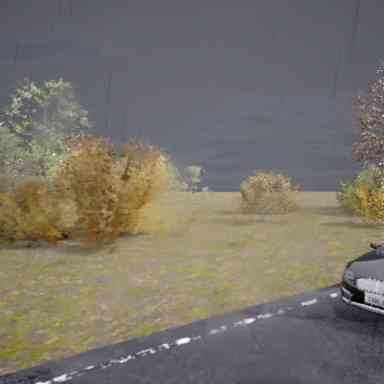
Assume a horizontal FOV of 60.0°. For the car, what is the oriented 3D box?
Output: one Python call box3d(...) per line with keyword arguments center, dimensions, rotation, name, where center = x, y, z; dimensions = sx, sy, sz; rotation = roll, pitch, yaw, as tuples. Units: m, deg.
box3d(center=(5.017, 1.475, 6.728), dimensions=(4.902, 1.511, 2.128), rotation=(0, 0, -34), name="car")
